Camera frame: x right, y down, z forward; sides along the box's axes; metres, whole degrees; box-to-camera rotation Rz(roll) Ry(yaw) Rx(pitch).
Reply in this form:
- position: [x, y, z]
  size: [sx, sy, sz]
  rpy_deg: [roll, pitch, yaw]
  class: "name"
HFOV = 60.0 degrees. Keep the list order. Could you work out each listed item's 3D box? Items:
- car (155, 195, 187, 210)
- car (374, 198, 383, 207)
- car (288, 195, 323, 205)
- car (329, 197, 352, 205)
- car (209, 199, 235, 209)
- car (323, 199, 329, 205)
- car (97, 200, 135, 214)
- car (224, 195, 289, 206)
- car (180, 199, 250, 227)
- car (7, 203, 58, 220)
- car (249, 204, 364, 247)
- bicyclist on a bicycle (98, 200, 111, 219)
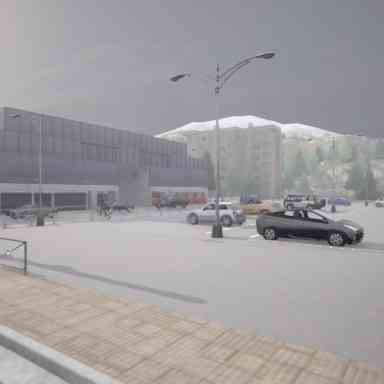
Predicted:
- position: [-2.776, 1.398, 47.067]
  size: [2.150, 2.045, 5.566]
  rpy_deg: [0, 0, 36]
  class: "car"
- position: [28.925, 1.576, 48.718]
  size: [3.806, 1.475, 1.970]
  rpy_deg: [0, 0, 35]
  class: "car"
- position: [12.380, 1.268, 37.767]
  size: [3.866, 1.878, 1.905]
  rpy_deg: [0, 0, 35]
  class: "car"
- position: [24.601, 1.565, 55.445]
  size: [3.633, 1.501, 1.845]
  rpy_deg: [0, 0, 35]
  class: "car"
- position: [4.647, 1.777, 51.173]
  size: [1.895, 1.301, 4.718]
  rpy_deg: [0, 0, 35]
  class: "car"
- position: [13.727, 1.289, 40.375]
  size: [4.605, 1.855, 1.932]
  rpy_deg: [0, 0, 35]
  class: "car"
- position: [-8.805, 1.668, 38.616]
  size: [2.128, 1.511, 4.902]
  rpy_deg: [0, 0, 35]
  class: "car"
- position: [4.971, 1.345, 27.337]
  size: [5.027, 1.636, 2.152]
  rpy_deg: [0, 0, 35]
  class: "car"
- position: [1.518, 1.424, 21.918]
  size: [3.806, 1.475, 1.970]
  rpy_deg: [0, 0, 35]
  class: "car"
- position: [-14.562, 1.740, 30.518]
  size: [1.994, 1.385, 4.181]
  rpy_deg: [0, 0, 35]
  class: "car"
- position: [5.143, 1.490, 14.850]
  size: [4.514, 1.523, 2.007]
  rpy_deg: [0, 0, 35]
  class: "car"
- position: [-7.316, 1.477, 27.796]
  size: [1.656, 1.620, 0.582]
  rpy_deg: [0, 0, 35]
  class: "bicyclist on a bicycle"
